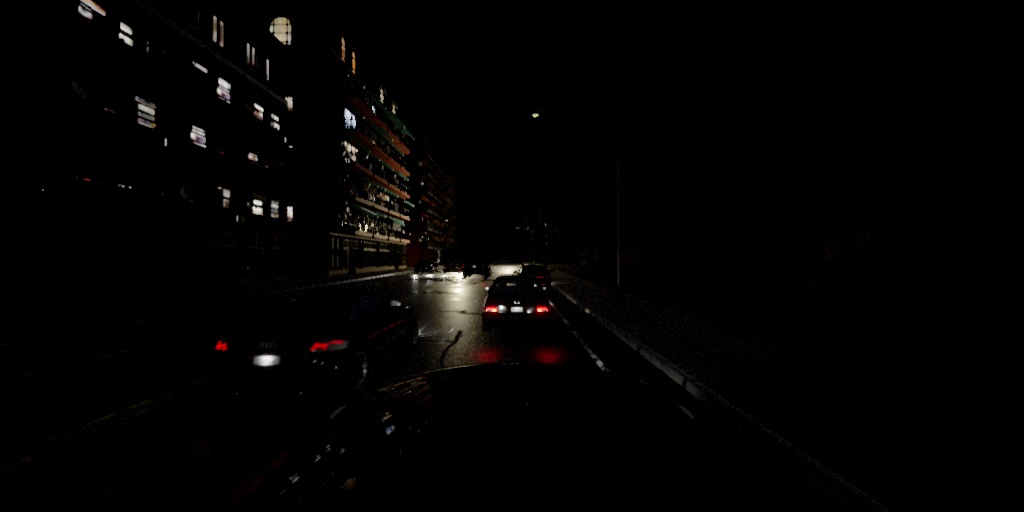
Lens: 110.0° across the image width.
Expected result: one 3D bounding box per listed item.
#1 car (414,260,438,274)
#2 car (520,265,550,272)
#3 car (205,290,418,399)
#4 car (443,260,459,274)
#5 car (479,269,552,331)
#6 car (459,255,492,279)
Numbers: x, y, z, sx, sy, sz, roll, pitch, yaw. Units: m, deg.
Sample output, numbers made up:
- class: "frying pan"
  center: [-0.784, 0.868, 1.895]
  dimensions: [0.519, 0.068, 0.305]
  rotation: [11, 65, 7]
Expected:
- class: "car"
  center: [-9.789, 1.238, 40.951]
  dimensions: [1.837, 1.490, 4.892]
  rotation: [0, 0, 0]
- class: "car"
  center: [1.167, 1.249, 20.579]
  dimensions: [1.837, 1.490, 4.892]
  rotation: [0, 0, 0]
- class: "car"
  center: [-3.143, 1.312, 6.600]
  dimensions: [1.994, 1.385, 4.181]
  rotation: [0, 0, 0]
- class: "car"
  center: [-6.539, 1.211, 40.681]
  dimensions: [1.882, 1.535, 5.008]
  rotation: [0, 0, 0]
- class: "car"
  center: [0.117, 1.295, 10.891]
  dimensions: [2.033, 1.411, 5.357]
  rotation: [0, 0, 0]
- class: "car"
  center: [-3.103, 0.961, 32.252]
  dimensions: [2.150, 2.045, 5.566]
  rotation: [0, 0, 0]
